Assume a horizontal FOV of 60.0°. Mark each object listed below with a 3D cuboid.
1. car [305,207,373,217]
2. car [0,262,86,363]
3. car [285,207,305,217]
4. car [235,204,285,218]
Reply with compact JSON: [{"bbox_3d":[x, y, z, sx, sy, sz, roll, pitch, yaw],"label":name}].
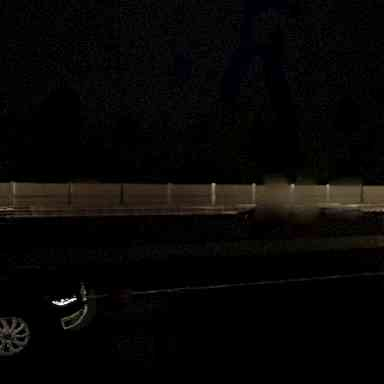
[{"bbox_3d":[9.358,1.759,19.959,4.181,1.385,1.994,0,-1,-16],"label":"car"},{"bbox_3d":[-4.127,1.556,4.908,4.892,1.490,1.837,0,0,-16],"label":"car"},{"bbox_3d":[9.133,1.793,23.538,4.181,1.385,1.994,0,-1,-16],"label":"car"},{"bbox_3d":[5.794,1.763,26.214,4.892,1.490,1.837,0,-1,-16],"label":"car"}]
